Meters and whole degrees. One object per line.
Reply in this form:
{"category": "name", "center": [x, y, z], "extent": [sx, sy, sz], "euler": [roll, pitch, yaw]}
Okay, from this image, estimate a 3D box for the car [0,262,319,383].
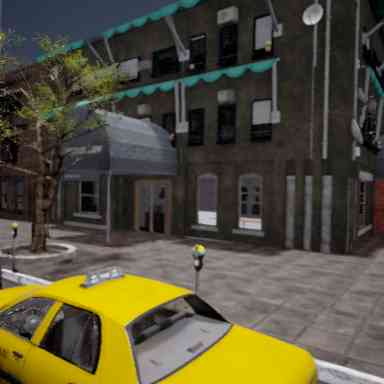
{"category": "car", "center": [-1.150, 1.506, 3.666], "extent": [4.829, 1.417, 1.752], "euler": [0, 1, 36]}
